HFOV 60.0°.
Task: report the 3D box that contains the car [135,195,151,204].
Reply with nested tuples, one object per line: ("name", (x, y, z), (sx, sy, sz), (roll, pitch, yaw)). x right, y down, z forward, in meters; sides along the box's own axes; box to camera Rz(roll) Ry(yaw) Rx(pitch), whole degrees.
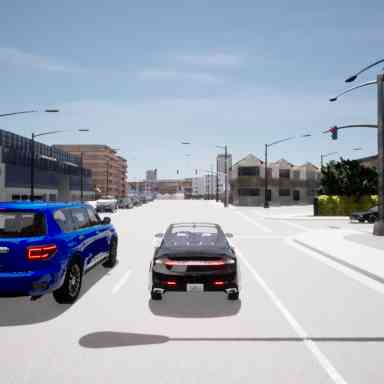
("car", (-10.584, 1.798, 71.258), (1.837, 1.490, 4.892), (0, 1, 0))

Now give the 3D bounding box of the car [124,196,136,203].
("car", (-14.089, 1.737, 75.586), (1.837, 1.490, 4.892), (0, 1, 0))

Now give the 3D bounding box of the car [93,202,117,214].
("car", (-10.436, 1.891, 40.184), (1.994, 1.385, 4.181), (0, -1, -4))

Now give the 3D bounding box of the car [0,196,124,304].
("car", (-3.442, 1.239, 8.343), (2.150, 2.045, 5.566), (0, 0, 0))

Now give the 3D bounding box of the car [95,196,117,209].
("car", (-14.151, 1.659, 54.994), (2.150, 2.045, 5.566), (0, 0, 0))

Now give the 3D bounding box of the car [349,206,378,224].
("car", (15.071, 1.686, 25.515), (5.357, 1.411, 2.033), (0, -1, 0))

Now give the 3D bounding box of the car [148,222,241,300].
("car", (0.059, 1.506, 8.387), (2.128, 1.511, 4.902), (0, 0, 0))

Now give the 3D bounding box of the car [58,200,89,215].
("car", (-14.158, 1.801, 40.106), (1.882, 1.535, 5.008), (0, 0, 0))

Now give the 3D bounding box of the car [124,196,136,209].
("car", (-10.651, 1.778, 52.225), (2.097, 1.767, 4.553), (0, 0, 0))

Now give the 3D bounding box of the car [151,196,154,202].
("car", (-10.596, 1.721, 81.975), (2.033, 1.411, 5.357), (0, 0, 0))

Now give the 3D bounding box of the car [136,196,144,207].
("car", (-10.630, 1.912, 61.944), (1.837, 1.490, 4.892), (0, 0, 0))

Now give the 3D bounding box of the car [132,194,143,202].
("car", (-14.101, 1.536, 85.790), (2.097, 1.767, 4.553), (0, 0, 0))

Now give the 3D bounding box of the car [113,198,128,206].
("car", (-14.097, 1.975, 65.593), (1.895, 1.301, 4.718), (0, 1, 0))
